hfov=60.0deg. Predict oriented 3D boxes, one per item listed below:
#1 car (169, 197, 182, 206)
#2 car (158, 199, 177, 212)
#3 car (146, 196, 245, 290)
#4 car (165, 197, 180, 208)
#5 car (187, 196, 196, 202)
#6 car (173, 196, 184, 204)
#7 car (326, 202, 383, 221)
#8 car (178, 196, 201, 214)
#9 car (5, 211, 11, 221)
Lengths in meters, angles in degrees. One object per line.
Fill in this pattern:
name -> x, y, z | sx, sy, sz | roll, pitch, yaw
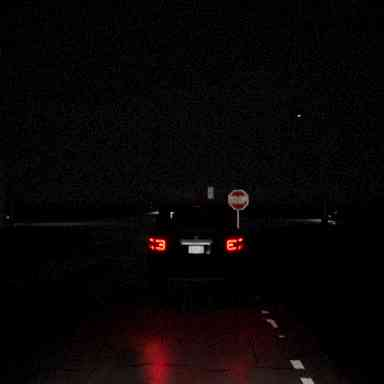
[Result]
car -> -2.830, 1.592, 58.662 | 2.033, 1.411, 5.357 | 0, 0, 1
car -> -2.868, 1.589, 40.067 | 1.994, 1.385, 4.181 | 0, 0, 0
car -> 0.091, 1.225, 9.217 | 2.150, 2.045, 5.566 | 0, 0, 0
car -> -2.870, 1.513, 48.899 | 1.882, 1.535, 5.008 | 0, 0, 0
car -> -0.067, 1.607, 76.976 | 1.994, 1.385, 4.181 | 0, 0, 0
car -> -2.811, 1.599, 69.153 | 2.033, 1.411, 5.357 | 0, 0, 0
car -> 13.644, 1.539, 26.605 | 5.357, 1.411, 2.033 | 0, -1, -1
car -> -0.205, 1.374, 36.448 | 2.097, 1.767, 4.553 | 0, 0, 6
car -> -15.510, 1.564, 23.551 | 4.902, 1.511, 2.128 | 0, -1, -2
